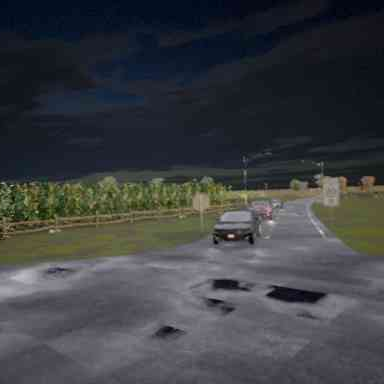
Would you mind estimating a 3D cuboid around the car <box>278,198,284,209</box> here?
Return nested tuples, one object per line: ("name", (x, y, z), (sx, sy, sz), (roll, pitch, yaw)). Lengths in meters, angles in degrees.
("car", (11.684, 1.605, 46.367), (2.128, 1.511, 4.902), (-2, -1, 19))

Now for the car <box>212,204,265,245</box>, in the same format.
("car", (2.302, 1.596, 16.445), (1.882, 1.535, 5.008), (-2, -1, 16))

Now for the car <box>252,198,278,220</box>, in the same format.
("car", (6.110, 1.482, 29.376), (2.097, 1.767, 4.553), (-2, -1, 17))
